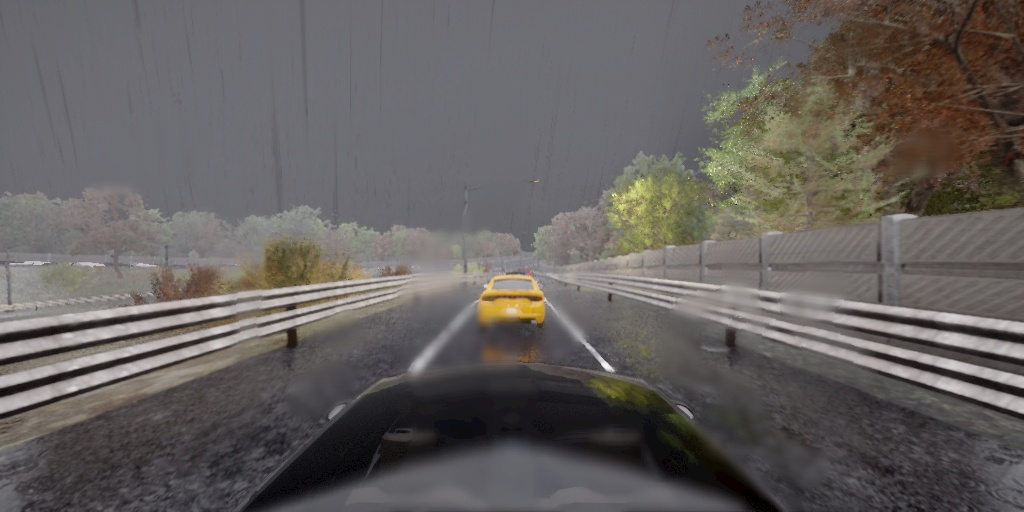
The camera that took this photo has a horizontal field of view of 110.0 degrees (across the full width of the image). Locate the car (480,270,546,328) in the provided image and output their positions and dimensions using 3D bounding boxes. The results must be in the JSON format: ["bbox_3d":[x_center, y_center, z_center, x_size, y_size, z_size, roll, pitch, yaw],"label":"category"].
[{"bbox_3d":[0.032,1.378,12.031,1.882,1.535,5.008,0,-1,0],"label":"car"}]
